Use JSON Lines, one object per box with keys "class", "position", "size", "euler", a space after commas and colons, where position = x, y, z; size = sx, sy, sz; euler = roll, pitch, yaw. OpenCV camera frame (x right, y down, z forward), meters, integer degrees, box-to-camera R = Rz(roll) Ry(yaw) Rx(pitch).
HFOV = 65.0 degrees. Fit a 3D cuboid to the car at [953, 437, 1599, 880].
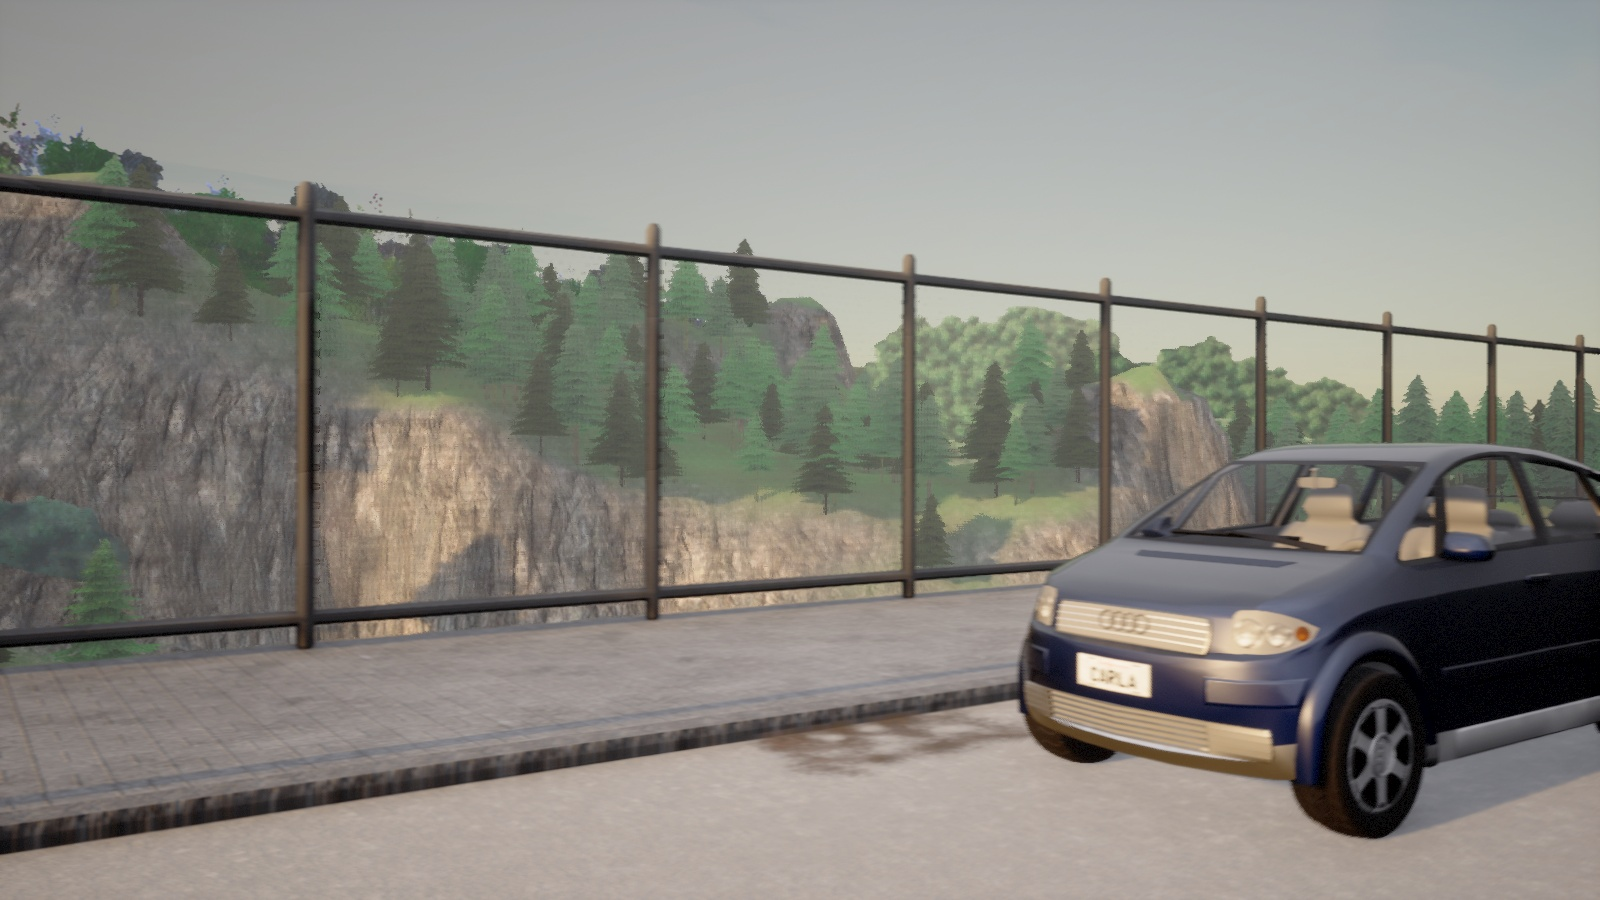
{"class": "car", "position": [2.746, 0.733, 6.180], "size": [3.705, 1.549, 1.789], "euler": [0, 0, -35]}
